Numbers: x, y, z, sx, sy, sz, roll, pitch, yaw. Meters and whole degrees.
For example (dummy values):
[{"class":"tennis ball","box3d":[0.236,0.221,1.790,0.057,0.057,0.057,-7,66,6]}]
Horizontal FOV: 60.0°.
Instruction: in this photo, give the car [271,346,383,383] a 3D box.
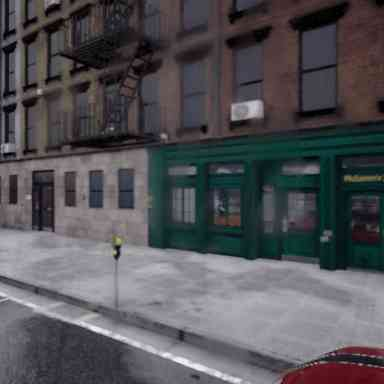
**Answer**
[{"class":"car","box3d":[2.072,1.440,1.331,4.097,1.590,1.967,0,0,36]}]
